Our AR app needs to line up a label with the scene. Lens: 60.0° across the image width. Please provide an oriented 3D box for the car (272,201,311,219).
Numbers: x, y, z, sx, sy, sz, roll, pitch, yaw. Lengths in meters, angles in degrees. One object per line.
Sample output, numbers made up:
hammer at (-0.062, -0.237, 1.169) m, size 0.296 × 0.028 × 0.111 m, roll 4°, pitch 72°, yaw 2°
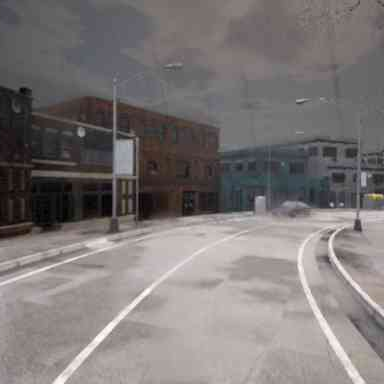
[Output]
car at (8.974, 1.535, 29.791) m, size 1.812 × 1.442 × 4.674 m, roll 2°, pitch 1°, yaw 45°
